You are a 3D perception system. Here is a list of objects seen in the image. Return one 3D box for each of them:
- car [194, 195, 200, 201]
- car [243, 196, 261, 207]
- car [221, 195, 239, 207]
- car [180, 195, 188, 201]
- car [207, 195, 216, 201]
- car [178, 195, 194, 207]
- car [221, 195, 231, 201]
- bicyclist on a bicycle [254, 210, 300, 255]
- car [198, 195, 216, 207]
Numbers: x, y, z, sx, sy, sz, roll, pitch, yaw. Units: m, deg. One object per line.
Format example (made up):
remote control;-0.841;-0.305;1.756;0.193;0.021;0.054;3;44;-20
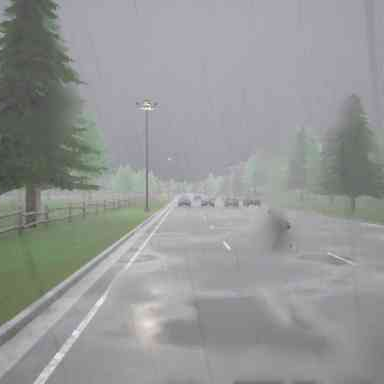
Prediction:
car;1.484;1.500;86.440;1.837;1.490;4.892;0;0;-1
car;9.314;1.352;52.117;2.097;1.767;4.553;0;0;-1
car;5.884;1.491;50.266;2.128;1.511;4.902;0;0;-1
car;-2.036;1.540;87.242;2.033;1.411;5.357;0;0;-1
car;5.016;1.524;85.170;1.812;1.442;4.674;0;0;-1
car;-1.126;1.601;51.031;1.895;1.301;4.718;0;0;-1
car;8.537;1.552;84.309;1.994;1.385;4.181;0;0;-1
bicyclist on a bicycle;2.998;1.454;11.798;1.656;1.620;0.582;-1;0;-1
car;2.374;1.601;50.914;1.895;1.301;4.718;0;0;-1
